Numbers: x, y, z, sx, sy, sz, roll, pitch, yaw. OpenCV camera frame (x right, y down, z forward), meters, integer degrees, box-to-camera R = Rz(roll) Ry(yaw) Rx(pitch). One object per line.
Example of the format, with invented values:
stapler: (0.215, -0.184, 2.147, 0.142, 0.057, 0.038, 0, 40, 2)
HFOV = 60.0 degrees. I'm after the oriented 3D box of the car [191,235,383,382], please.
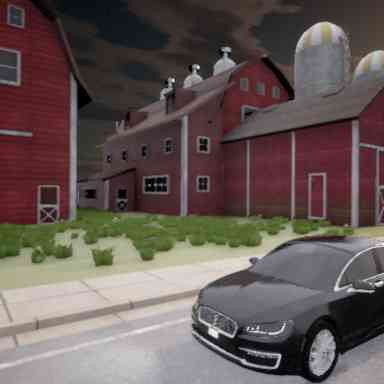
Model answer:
car: (2.255, 1.544, 5.567, 4.892, 1.490, 1.837, 1, 0, -35)
